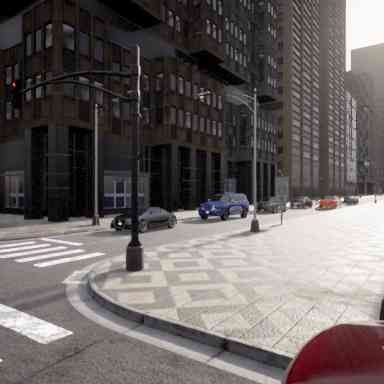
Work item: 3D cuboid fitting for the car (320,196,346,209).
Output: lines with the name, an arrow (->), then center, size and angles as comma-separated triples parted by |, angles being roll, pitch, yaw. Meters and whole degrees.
car -> 18.453, 1.245, 43.994 | 2.097, 1.767, 4.553 | 0, 0, 35

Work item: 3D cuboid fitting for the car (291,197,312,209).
car -> 14.358, 1.384, 43.664 | 2.128, 1.511, 4.902 | 0, 0, 35

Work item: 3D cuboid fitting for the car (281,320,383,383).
car -> 2.705, 1.315, 1.032 | 5.009, 1.841, 2.192 | 0, 0, 35

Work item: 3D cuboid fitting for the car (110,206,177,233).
car -> -2.732, 1.524, 19.527 | 1.994, 1.385, 4.181 | 0, 0, 35

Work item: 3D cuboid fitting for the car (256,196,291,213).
car -> 8.379, 1.269, 35.254 | 2.097, 1.767, 4.553 | 0, 0, 35

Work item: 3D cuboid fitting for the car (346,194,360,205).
car -> 26.342, 1.350, 55.169 | 2.128, 1.511, 4.902 | 0, 0, 35

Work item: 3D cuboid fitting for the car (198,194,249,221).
car -> 2.748, 1.160, 27.296 | 2.150, 2.045, 5.566 | 0, 0, 35
